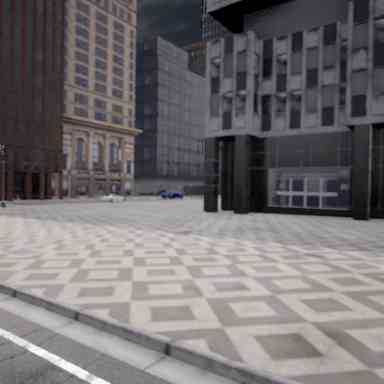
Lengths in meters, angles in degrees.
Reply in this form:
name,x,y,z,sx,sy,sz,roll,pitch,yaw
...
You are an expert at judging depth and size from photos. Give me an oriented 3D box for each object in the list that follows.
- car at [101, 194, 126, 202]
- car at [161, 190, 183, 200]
name,x,y,z,sx,sy,sz,roll,pitch,yaw
car,-13.280,1.053,56.515,1.812,1.442,4.674,2,1,35
car,-4.128,0.516,69.425,2.150,2.045,5.566,2,1,35
